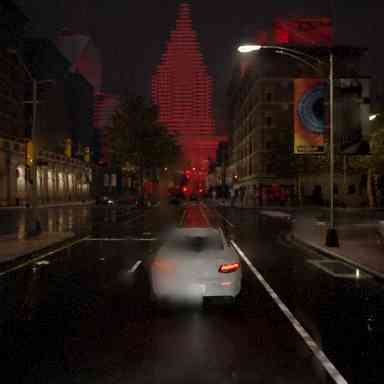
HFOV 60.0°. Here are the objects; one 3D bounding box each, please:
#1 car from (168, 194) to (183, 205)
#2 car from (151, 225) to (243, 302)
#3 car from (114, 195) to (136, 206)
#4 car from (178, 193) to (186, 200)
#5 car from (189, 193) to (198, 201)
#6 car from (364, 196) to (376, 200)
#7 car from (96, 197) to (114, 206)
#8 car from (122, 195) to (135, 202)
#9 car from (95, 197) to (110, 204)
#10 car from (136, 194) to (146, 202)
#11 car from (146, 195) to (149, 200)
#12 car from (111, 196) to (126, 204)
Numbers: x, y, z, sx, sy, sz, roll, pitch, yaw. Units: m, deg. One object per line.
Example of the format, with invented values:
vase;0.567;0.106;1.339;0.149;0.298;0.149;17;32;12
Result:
car;-3.125;1.564;58.431;1.994;1.385;4.181;0;0;0
car;0.115;1.526;8.149;1.812;1.442;4.674;0;0;1
car;-11.313;1.478;56.753;1.882;1.535;5.008;0;0;0
car;-3.047;1.225;94.393;2.150;2.045;5.566;0;0;0
car;0.388;1.355;80.925;2.097;1.767;4.553;0;0;0
car;34.771;1.481;68.044;2.231;1.521;4.892;0;0;0
car;-14.812;1.547;56.819;2.033;1.411;5.357;0;0;0
car;-14.633;1.478;76.772;1.882;1.535;5.008;0;0;0
car;-17.930;1.595;66.904;1.895;1.301;4.718;0;0;0
car;-11.201;1.547;66.567;2.033;1.411;5.357;0;0;1
car;-11.132;1.355;76.787;2.097;1.767;4.553;0;0;0
car;-14.699;1.505;66.358;1.837;1.490;4.892;0;0;1
